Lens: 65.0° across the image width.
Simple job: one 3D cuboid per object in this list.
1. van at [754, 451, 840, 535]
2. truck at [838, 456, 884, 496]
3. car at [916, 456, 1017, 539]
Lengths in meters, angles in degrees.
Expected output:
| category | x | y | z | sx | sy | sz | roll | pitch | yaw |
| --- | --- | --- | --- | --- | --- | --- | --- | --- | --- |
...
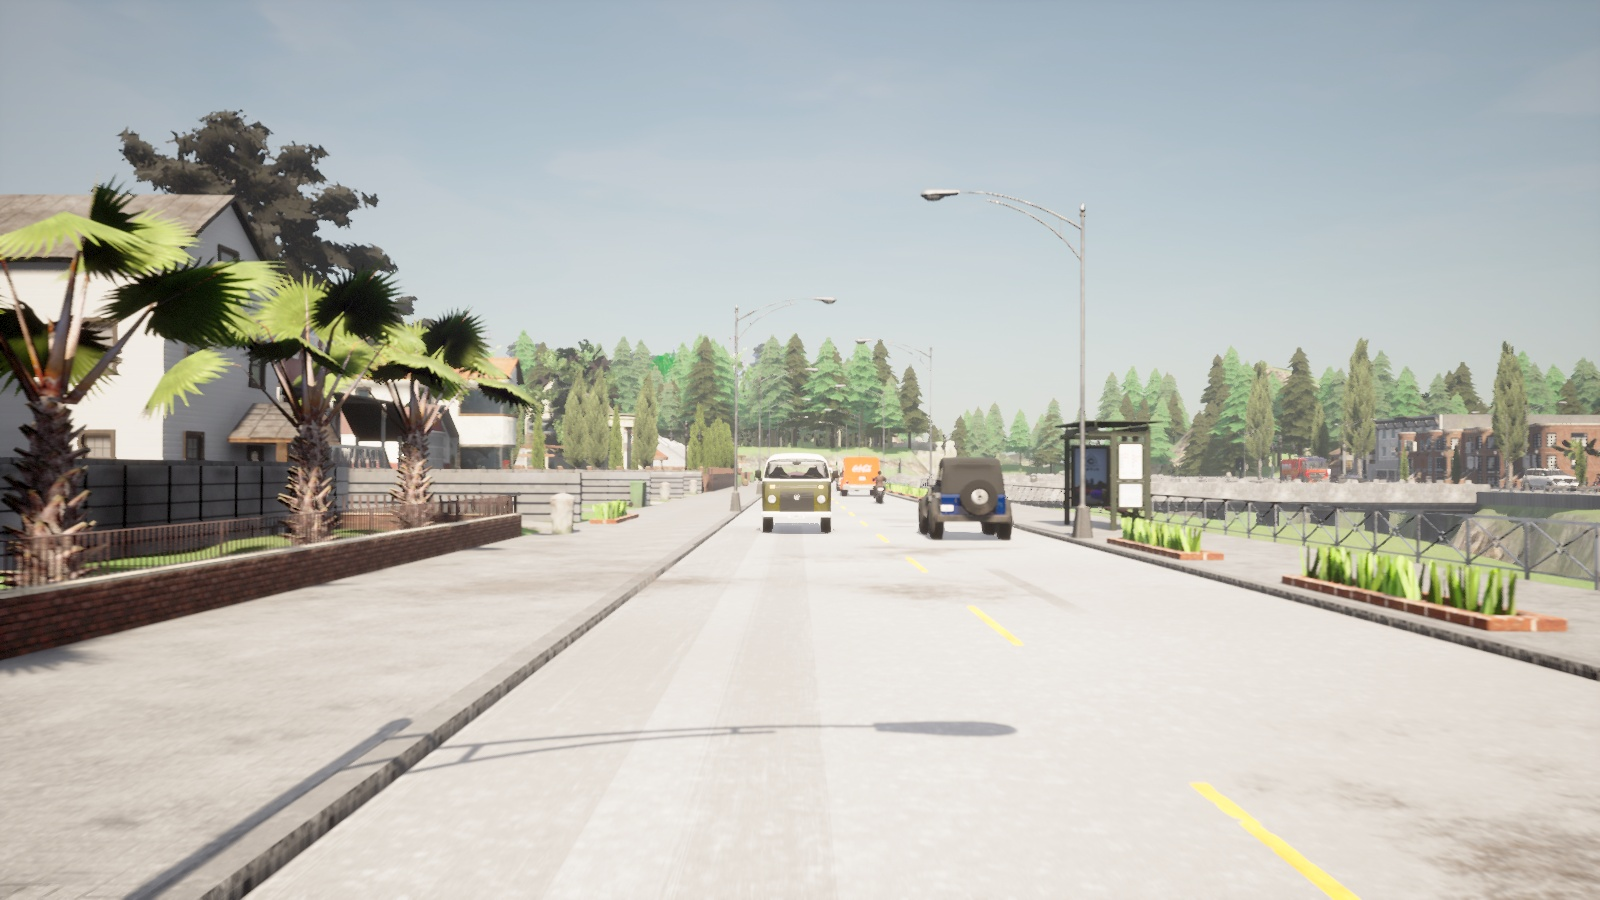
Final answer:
| category | x | y | z | sx | sy | sz | roll | pitch | yaw |
| --- | --- | --- | --- | --- | --- | --- | --- | --- | --- |
| van | -0.078 | 1.087 | 32.763 | 2.069 | 2.038 | 4.480 | 0 | -1 | 0 |
| truck | 3.811 | 1.648 | 79.760 | 2.627 | 2.467 | 5.204 | 0 | -1 | 0 |
| car | 3.929 | 1.100 | 30.182 | 1.905 | 1.878 | 3.866 | 0 | -1 | 0 |
